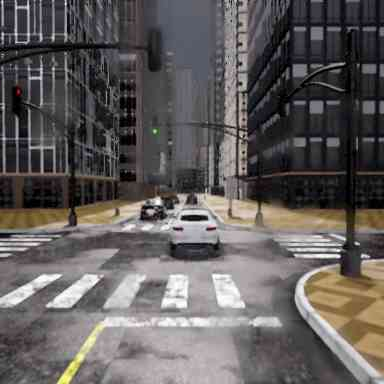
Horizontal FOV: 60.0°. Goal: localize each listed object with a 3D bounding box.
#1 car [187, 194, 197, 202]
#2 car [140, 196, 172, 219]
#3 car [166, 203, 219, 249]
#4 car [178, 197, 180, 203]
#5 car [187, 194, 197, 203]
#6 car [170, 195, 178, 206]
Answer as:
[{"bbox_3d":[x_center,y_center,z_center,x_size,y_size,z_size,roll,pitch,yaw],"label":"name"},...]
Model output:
[{"bbox_3d":[-0.004,1.117,67.898,1.882,1.535,5.008,0,0,0],"label":"car"},{"bbox_3d":[-3.088,1.333,27.237,2.128,1.511,4.902,0,0,0],"label":"car"},{"bbox_3d":[0.098,1.439,14.008,1.812,1.442,4.674,0,1,0],"label":"car"},{"bbox_3d":[-3.054,1.225,54.976,1.812,1.442,4.674,0,0,1],"label":"car"},{"bbox_3d":[-0.004,1.192,57.481,1.837,1.490,4.892,0,0,0],"label":"car"},{"bbox_3d":[-3.090,1.279,39.970,1.837,1.490,4.892,0,0,0],"label":"car"}]
